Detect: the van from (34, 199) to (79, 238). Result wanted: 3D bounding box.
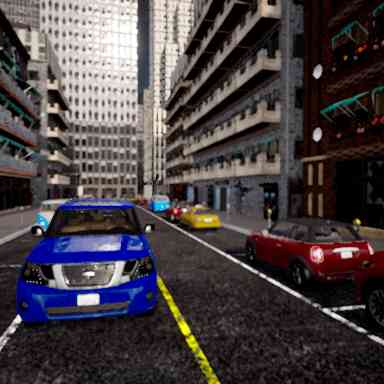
[{"bbox_3d":[-7.274,1.313,18.220,1.690,1.788,3.998,-1,0,-14],"label":"van"}]

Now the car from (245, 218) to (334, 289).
[{"bbox_3d":[2.992,1.419,9.305,1.967,1.590,4.097,-1,0,-14],"label":"car"}]

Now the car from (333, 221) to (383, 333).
[{"bbox_3d":[4.295,1.303,3.911,2.192,1.841,5.009,-1,0,-14],"label":"car"}]

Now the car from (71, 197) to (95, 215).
[{"bbox_3d":[-11.187,1.384,34.401,1.967,1.590,4.097,-1,0,-14],"label":"car"}]

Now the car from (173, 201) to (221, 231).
[{"bbox_3d":[0.343,1.486,20.258,1.752,1.417,4.829,-1,0,-14],"label":"car"}]

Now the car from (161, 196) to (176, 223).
[{"bbox_3d":[-0.923,1.392,25.485,1.967,1.590,4.097,-1,0,-14],"label":"car"}]

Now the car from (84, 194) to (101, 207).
[{"bbox_3d":[-15.103,1.228,50.581,2.192,1.841,5.009,-1,0,-14],"label":"car"}]

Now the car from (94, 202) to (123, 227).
[{"bbox_3d":[-5.975,1.486,23.811,1.812,1.442,4.674,0,0,-14],"label":"car"}]

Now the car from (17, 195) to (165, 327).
[{"bbox_3d":[-2.133,1.209,7.526,2.150,2.045,5.566,0,0,-13],"label":"car"}]

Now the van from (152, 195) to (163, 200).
[{"bbox_3d":[-3.533,1.274,36.272,1.690,1.788,3.998,-1,0,-14],"label":"van"}]

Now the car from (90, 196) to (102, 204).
[{"bbox_3d":[-17.710,1.437,61.369,1.887,1.381,4.507,-1,0,-14],"label":"car"}]

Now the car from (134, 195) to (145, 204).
[{"bbox_3d":[-10.095,1.407,63.405,1.752,1.417,4.829,-1,0,-14],"label":"car"}]

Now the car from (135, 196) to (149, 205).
[{"bbox_3d":[-8.750,1.437,57.847,1.887,1.381,4.507,-1,0,-14],"label":"car"}]
